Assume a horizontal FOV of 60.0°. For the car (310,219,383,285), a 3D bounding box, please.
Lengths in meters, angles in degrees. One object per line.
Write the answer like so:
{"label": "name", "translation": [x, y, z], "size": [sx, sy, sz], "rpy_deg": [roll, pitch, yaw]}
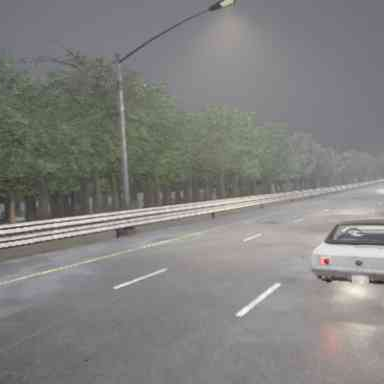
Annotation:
{"label": "car", "translation": [4.446, 1.312, 8.222], "size": [1.895, 1.301, 4.718], "rpy_deg": [-3, 0, 34]}
